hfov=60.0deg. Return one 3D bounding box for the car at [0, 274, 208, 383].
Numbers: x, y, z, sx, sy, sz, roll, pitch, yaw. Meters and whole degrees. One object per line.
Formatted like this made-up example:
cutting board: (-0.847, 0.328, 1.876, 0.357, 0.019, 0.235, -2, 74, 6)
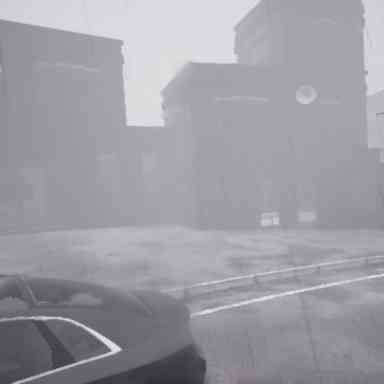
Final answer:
car: (-2.159, 1.490, 2.233, 4.892, 1.490, 1.837, 0, 0, -34)
